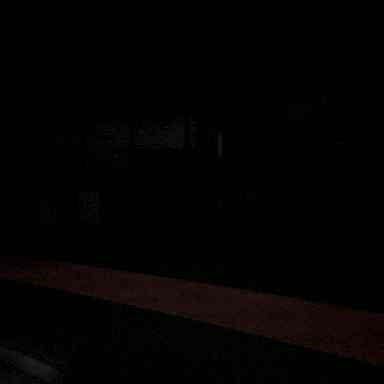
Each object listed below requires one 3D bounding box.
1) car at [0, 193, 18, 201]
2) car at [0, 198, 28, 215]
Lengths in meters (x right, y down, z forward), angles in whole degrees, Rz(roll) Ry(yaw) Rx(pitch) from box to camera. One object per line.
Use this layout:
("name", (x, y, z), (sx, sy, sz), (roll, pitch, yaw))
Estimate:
("car", (-14.767, 1.064, 29.950), (2.150, 2.045, 5.566), (0, 0, 23))
("car", (-18.196, 1.348, 31.341), (1.837, 1.490, 4.892), (0, 0, 23))
